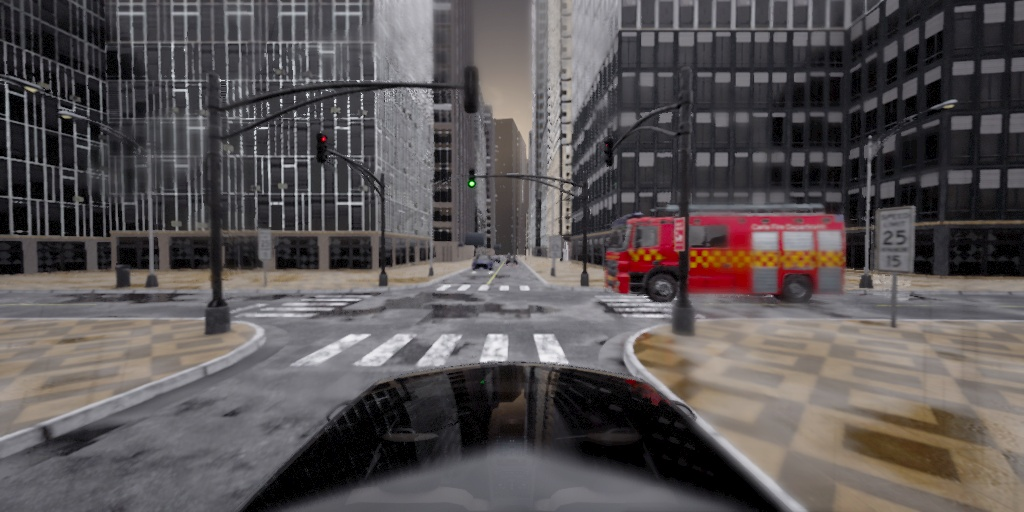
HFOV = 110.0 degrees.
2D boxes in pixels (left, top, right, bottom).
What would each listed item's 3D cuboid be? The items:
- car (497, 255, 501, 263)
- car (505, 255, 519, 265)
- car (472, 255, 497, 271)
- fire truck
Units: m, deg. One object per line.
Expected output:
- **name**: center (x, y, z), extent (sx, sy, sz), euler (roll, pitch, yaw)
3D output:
- **car**: center (-3.003, 0.559, 65.052), extent (2.033, 1.411, 5.357), euler (0, 1, -1)
- **car**: center (-0.011, 0.621, 57.436), extent (1.812, 1.442, 4.674), euler (0, 1, 0)
- **car**: center (-3.094, 0.662, 38.533), extent (2.097, 1.767, 4.553), euler (0, 1, 0)
- **fire truck**: center (8.372, -0.102, 14.913), extent (8.468, 3.827, 2.891), euler (0, 1, 2)
